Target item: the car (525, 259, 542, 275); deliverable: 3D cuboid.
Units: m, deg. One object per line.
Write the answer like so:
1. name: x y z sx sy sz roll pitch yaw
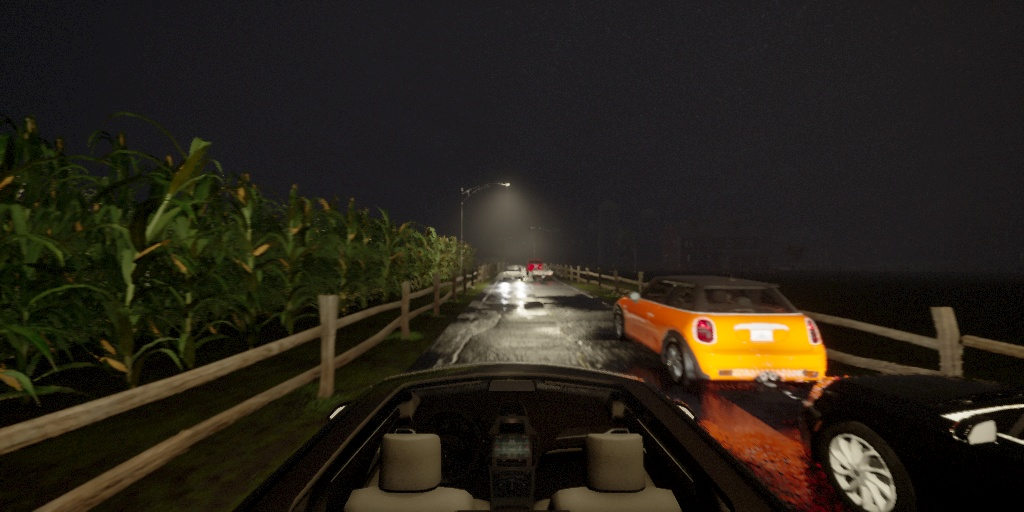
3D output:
1. car: 2.884 1.410 46.411 2.150 2.045 5.566 0 0 0

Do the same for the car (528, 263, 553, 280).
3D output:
1. car: 2.923 1.675 35.486 1.895 1.301 4.718 0 -1 0

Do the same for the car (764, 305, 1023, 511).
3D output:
1. car: 3.562 1.272 1.290 1.837 1.490 4.892 0 0 0

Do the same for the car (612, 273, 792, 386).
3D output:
1. car: 3.581 1.167 7.261 2.097 1.767 4.553 0 0 0

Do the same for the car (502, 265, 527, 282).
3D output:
1. car: 0.086 1.633 32.915 1.895 1.301 4.718 0 -1 0
